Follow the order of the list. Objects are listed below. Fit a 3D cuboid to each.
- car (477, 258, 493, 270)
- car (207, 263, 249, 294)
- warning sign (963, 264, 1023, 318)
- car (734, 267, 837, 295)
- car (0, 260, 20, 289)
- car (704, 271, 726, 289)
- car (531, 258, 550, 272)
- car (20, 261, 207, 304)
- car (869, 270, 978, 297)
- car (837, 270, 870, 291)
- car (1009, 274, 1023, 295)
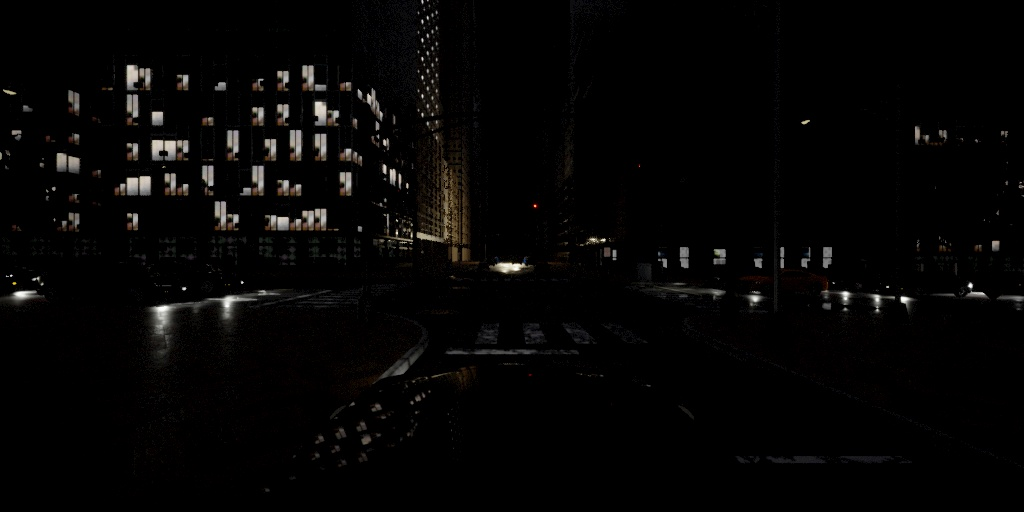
[{"bbox_3d":[-4.087,1.342,52.129,1.802,1.307,4.207,0,0,0],"label":"car"},{"bbox_3d":[-15.525,0.995,17.306,4.892,1.490,1.837,1,0,-3],"label":"car"},{"bbox_3d":[17.261,1.204,12.860,1.060,1.860,1.300,0,0,-3],"label":"warning sign"},{"bbox_3d":[16.729,1.554,22.295,5.008,1.535,1.882,1,0,-3],"label":"car"},{"bbox_3d":[-24.565,0.888,16.879,4.181,1.385,1.994,1,0,-3],"label":"car"},{"bbox_3d":[16.320,1.546,25.529,5.008,1.535,1.882,1,0,-3],"label":"car"},{"bbox_3d":[3.873,1.329,46.646,1.948,1.339,4.313,0,0,0],"label":"car"},{"bbox_3d":[-15.373,0.998,14.059,4.892,1.490,1.837,1,0,-3],"label":"car"},{"bbox_3d":[26.129,1.750,22.743,4.892,1.490,1.837,1,0,-3],"label":"car"},{"bbox_3d":[25.617,1.740,25.971,4.892,1.490,1.837,1,0,-3],"label":"car"},{"bbox_3d":[35.915,2.021,23.201,4.718,1.301,1.895,1,0,-3],"label":"car"}]
